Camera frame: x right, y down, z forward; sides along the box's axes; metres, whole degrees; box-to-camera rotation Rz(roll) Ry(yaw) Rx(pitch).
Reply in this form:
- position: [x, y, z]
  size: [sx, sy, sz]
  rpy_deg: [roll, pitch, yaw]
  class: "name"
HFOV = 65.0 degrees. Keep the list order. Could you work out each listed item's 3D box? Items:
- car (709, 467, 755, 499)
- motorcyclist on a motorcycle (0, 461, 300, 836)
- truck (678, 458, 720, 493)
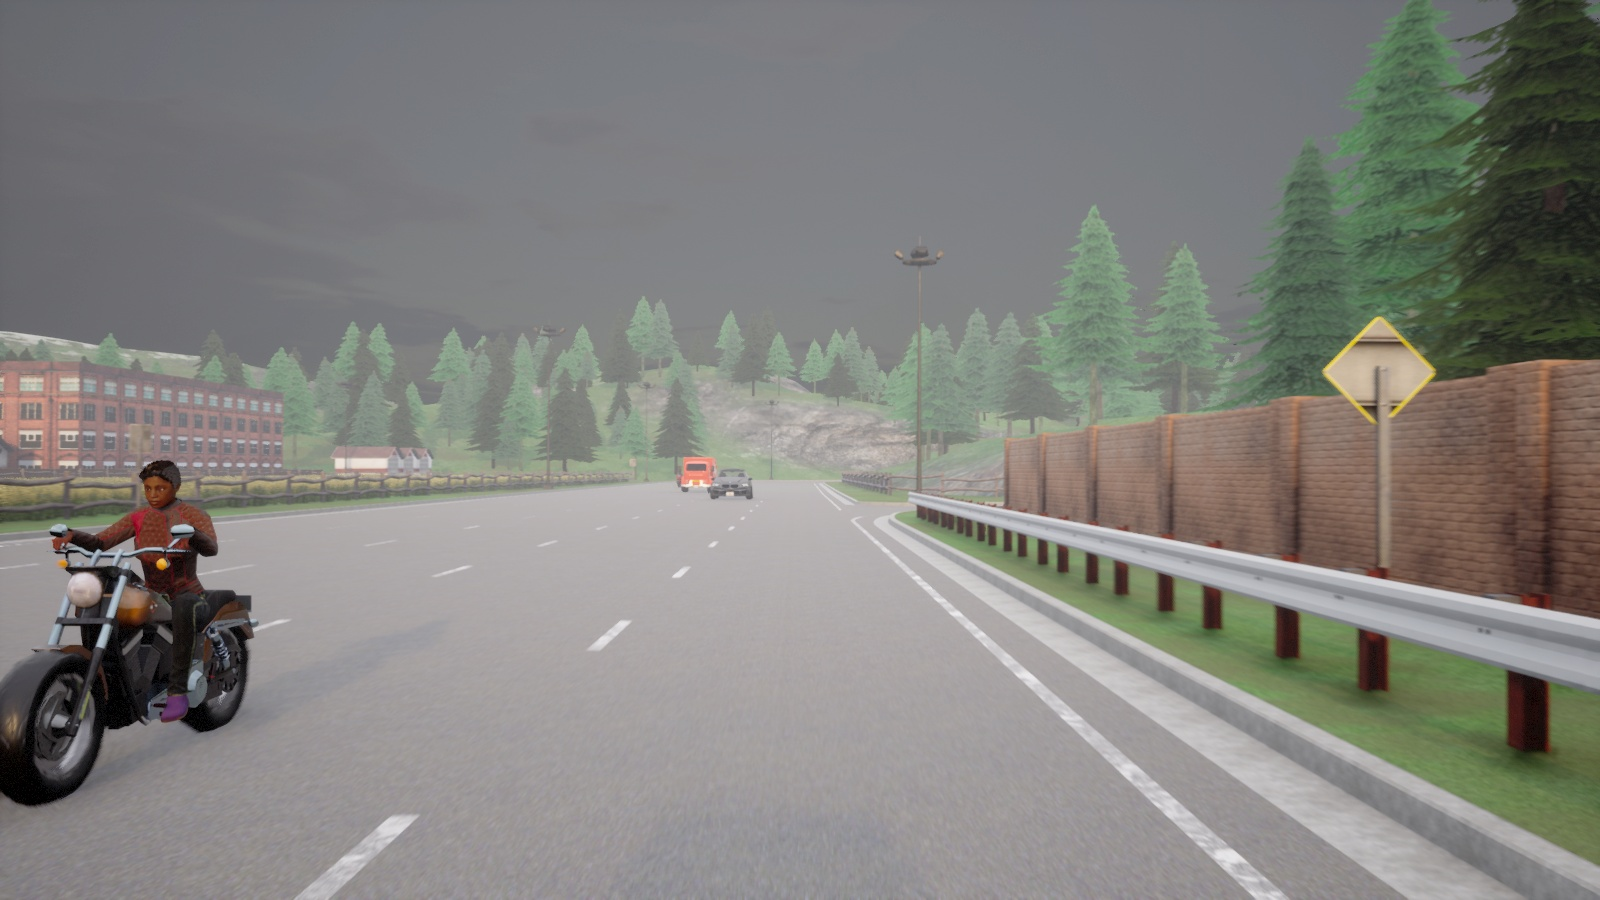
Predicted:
- position: [-3.665, 1.791, 68.528]
  size: [2.242, 1.667, 4.611]
  rpy_deg: [0, -1, 0]
  class: "car"
- position: [-3.516, 0.888, 6.704]
  size: [0.766, 1.649, 2.350]
  rpy_deg: [0, -1, 0]
  class: "motorcyclist on a motorcycle"
- position: [-7.195, 1.824, 89.949]
  size: [2.627, 2.467, 5.204]
  rpy_deg: [0, -1, 0]
  class: "truck"
